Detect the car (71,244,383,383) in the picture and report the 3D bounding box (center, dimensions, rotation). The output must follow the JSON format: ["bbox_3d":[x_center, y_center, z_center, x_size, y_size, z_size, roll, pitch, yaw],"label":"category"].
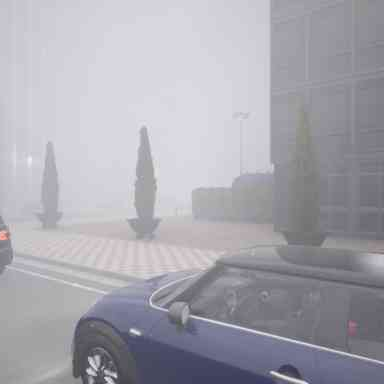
[{"bbox_3d":[0.807,1.352,3.418,4.553,1.767,2.097,0,0,36],"label":"car"}]

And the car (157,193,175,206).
[{"bbox_3d":[-5.029,1.221,54.024,2.150,2.045,5.566,0,0,35],"label":"car"}]

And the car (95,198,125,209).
[{"bbox_3d":[-11.115,1.564,45.343,1.994,1.385,4.181,0,0,35],"label":"car"}]

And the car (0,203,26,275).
[{"bbox_3d":[-7.056,1.222,9.004,5.566,2.045,2.150,0,0,36],"label":"car"}]

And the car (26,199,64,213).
[{"bbox_3d":[-16.814,1.491,37.206,2.128,1.511,4.902,0,0,35],"label":"car"}]
